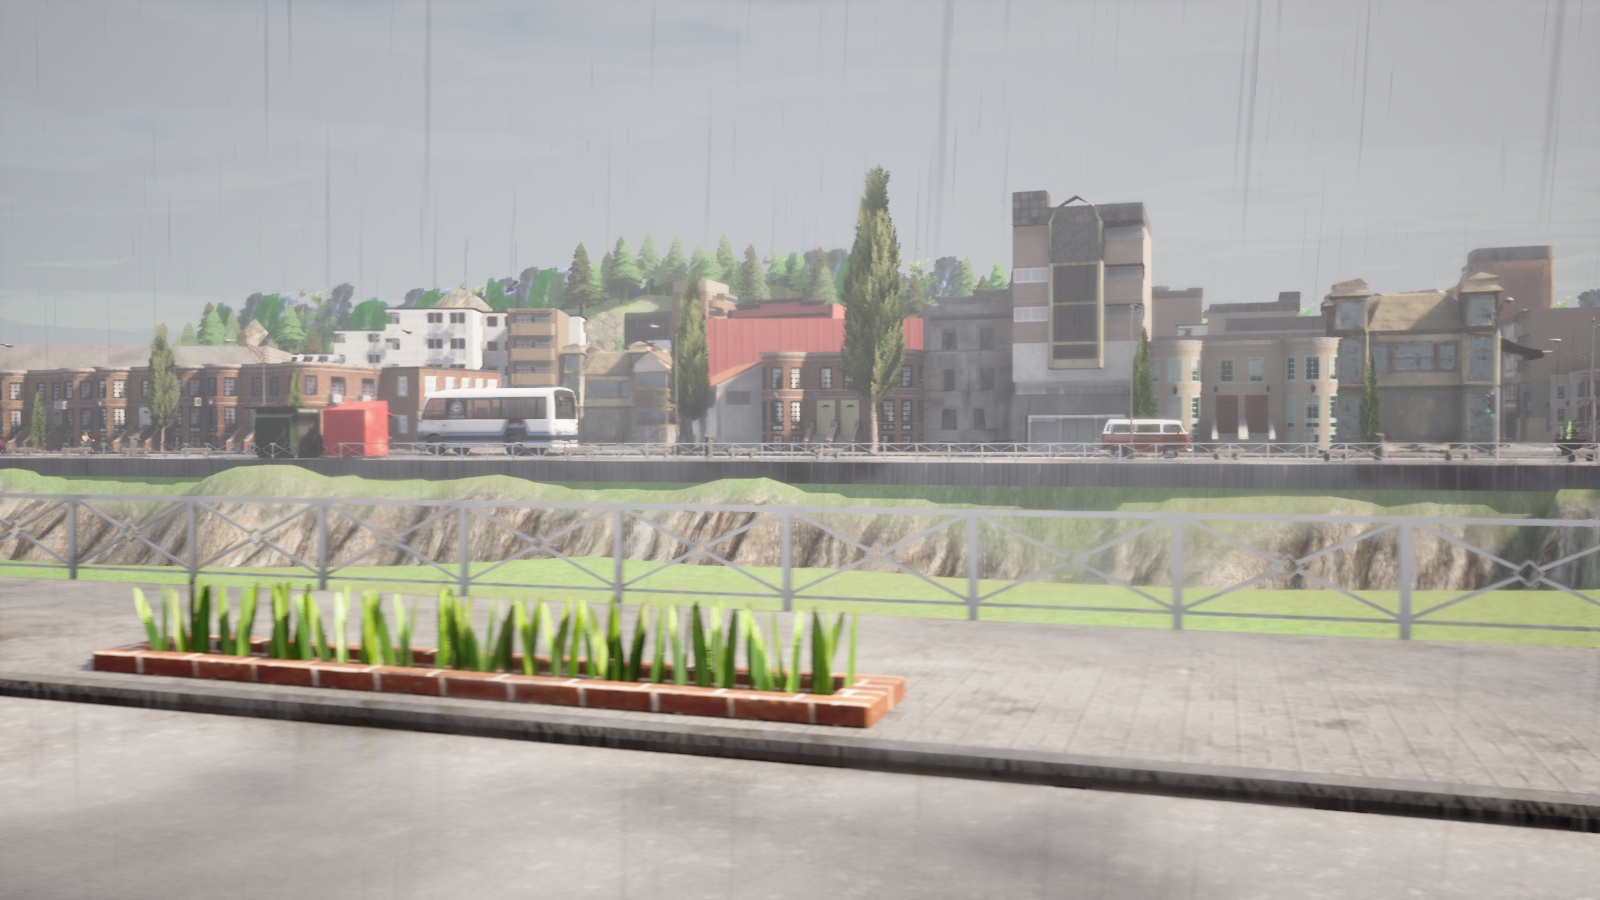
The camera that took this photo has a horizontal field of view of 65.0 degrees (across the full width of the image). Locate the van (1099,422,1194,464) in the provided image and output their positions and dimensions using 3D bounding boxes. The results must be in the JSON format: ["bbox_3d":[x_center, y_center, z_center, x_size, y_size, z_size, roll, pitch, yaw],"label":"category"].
[{"bbox_3d":[17.392,-0.393,62.979,4.480,2.038,2.069,1,1,19],"label":"van"}]

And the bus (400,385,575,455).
[{"bbox_3d":[-19.831,-1.901,79.694,10.273,4.253,3.944,1,1,19],"label":"bus"}]
